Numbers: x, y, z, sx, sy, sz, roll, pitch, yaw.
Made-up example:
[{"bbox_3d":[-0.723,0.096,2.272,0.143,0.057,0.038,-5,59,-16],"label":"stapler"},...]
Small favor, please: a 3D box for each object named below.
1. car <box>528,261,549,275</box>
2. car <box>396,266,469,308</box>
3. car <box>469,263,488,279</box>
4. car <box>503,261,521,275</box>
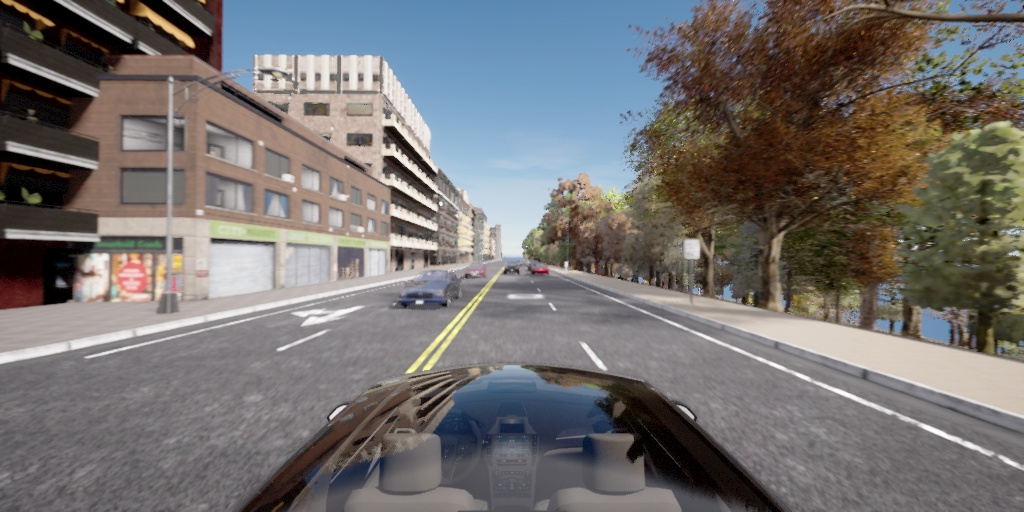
[{"bbox_3d":[3.256,1.477,42.202,1.994,1.385,4.181,0,0,0],"label":"car"},{"bbox_3d":[-3.342,1.308,15.640,2.033,1.411,5.357,0,0,0],"label":"car"},{"bbox_3d":[-3.319,1.361,34.031,1.812,1.442,4.674,0,0,0],"label":"car"},{"bbox_3d":[0.007,1.417,42.202,1.812,1.442,4.674,0,0,0],"label":"car"}]
